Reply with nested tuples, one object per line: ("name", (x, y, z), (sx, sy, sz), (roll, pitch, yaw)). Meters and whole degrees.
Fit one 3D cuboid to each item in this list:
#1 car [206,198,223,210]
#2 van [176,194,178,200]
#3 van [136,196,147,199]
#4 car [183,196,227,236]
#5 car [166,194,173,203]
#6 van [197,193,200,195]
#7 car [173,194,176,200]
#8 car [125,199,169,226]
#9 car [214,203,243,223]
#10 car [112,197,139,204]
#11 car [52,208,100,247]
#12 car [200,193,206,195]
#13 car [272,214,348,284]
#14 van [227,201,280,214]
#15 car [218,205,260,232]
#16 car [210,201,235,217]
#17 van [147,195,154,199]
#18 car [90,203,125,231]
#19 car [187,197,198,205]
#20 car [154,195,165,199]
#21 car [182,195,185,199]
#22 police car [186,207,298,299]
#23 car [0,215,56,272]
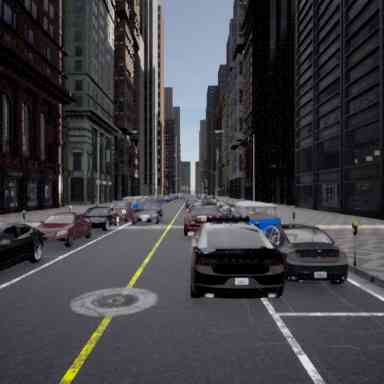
("car", (2.815, 1.568, 43.165), (1.887, 1.381, 4.507), (0, 0, 0))
("van", (-5.649, 1.440, 93.891), (1.690, 1.788, 3.998), (0, 0, 0))
("van", (-5.725, 1.354, 31.888), (1.690, 1.788, 3.998), (0, 0, 0))
("car", (0.700, 1.348, 18.541), (2.097, 1.767, 4.553), (-1, 0, 2))
("car", (-5.676, 1.604, 71.344), (1.887, 1.381, 4.507), (0, 0, 0))
("van", (2.862, 1.420, 82.619), (1.690, 1.788, 3.998), (0, 0, 0))
("car", (-5.662, 1.645, 82.617), (1.947, 1.339, 4.313), (0, 0, 0))
("car", (-3.070, 1.499, 23.894), (2.128, 1.511, 4.902), (0, 0, 0))
("car", (2.794, 1.591, 26.257), (1.802, 1.307, 4.206), (0, 0, 0))
("car", (-5.731, 1.449, 26.252), (1.967, 1.590, 4.097), (0, 0, 0))
("car", (-5.745, 1.585, 14.979), (1.802, 1.307, 4.206), (0, 0, 0))
("car", (2.828, 1.351, 54.438), (2.192, 1.841, 5.009), (0, 0, 0))
("car", (2.773, 1.552, 9.348), (2.008, 1.369, 4.403), (0, 0, 0))
("van", (2.780, 1.344, 14.984), (1.690, 1.788, 3.998), (0, 0, 0))
("car", (2.787, 1.556, 20.621), (2.008, 1.369, 4.403), (0, 0, 0))
("car", (2.801, 1.564, 31.893), (2.008, 1.369, 4.403), (0, 0, 0))
("van", (-5.718, 1.359, 37.525), (1.690, 1.788, 3.998), (0, 0, 0))
("car", (-5.738, 1.571, 20.615), (1.947, 1.339, 4.313), (0, 0, 0))
("car", (0.074, 1.643, 59.665), (1.895, 1.301, 4.718), (0, 0, 0))
("car", (-5.704, 1.344, 48.797), (2.192, 1.841, 5.009), (0, 0, 0))
("car", (0.072, 1.518, 45.971), (2.128, 1.511, 4.902), (0, 0, 0))
("police car", (0.911, 1.426, 8.646), (1.930, 1.638, 5.238), (0, 0, 0))
("car", (-5.752, 1.567, 9.341), (1.947, 1.339, 4.313), (0, 0, 0))
